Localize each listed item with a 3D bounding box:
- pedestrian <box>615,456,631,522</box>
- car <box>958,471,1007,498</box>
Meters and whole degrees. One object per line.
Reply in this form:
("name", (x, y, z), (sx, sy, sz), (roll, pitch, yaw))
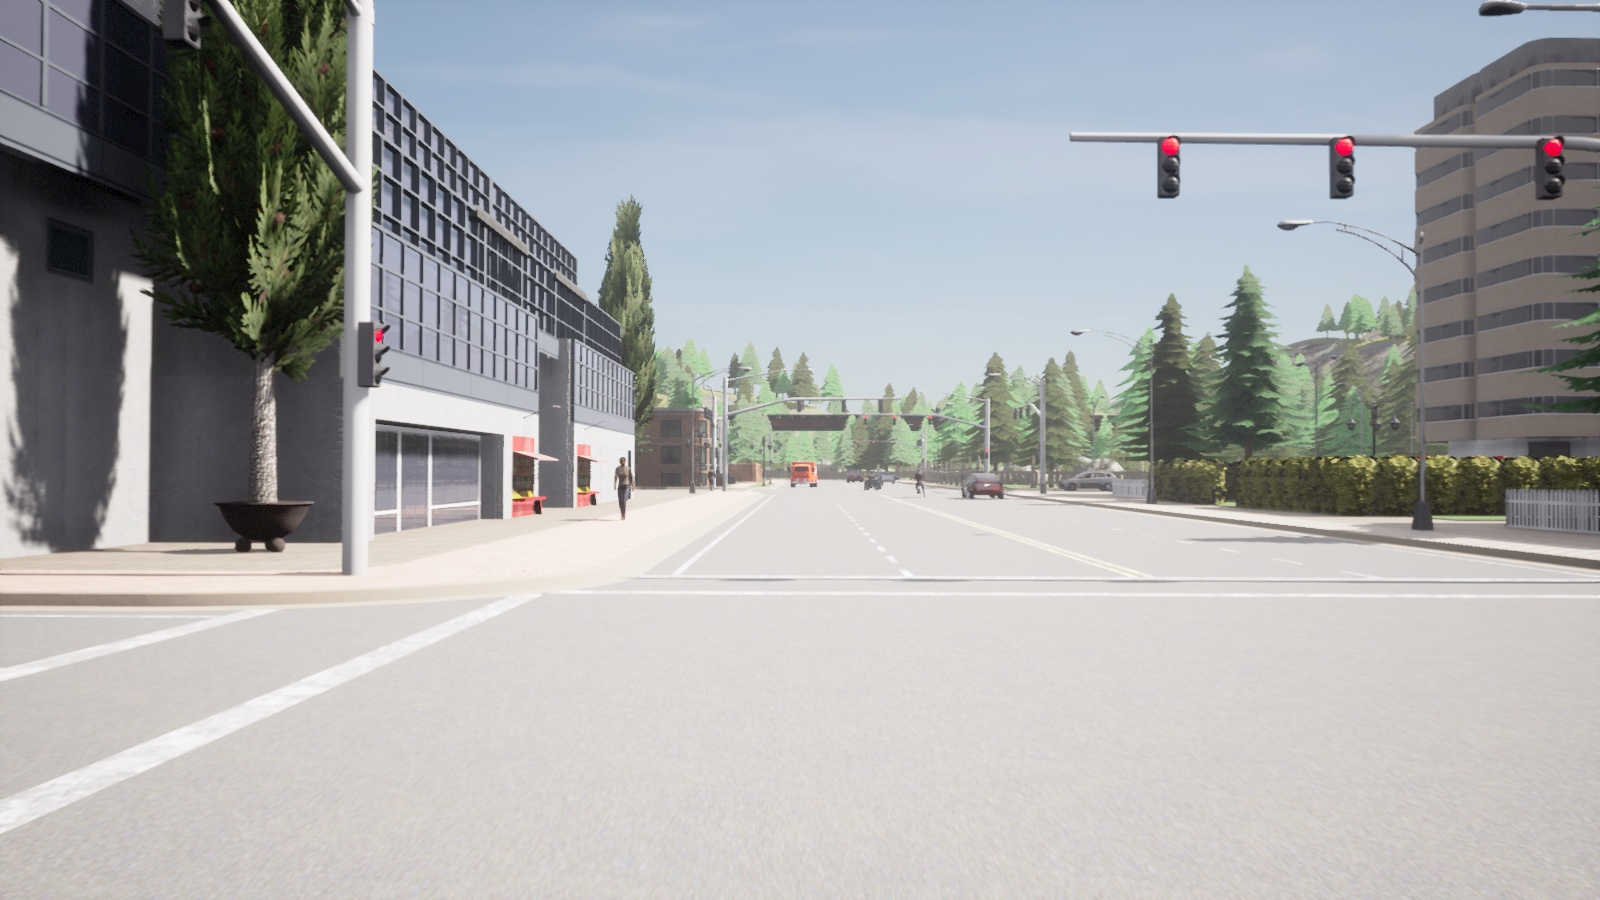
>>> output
("pedestrian", (-4.913, 1.078, 34.937), (0.328, 1.805, 0.869), (0, -1, 0))
("car", (10.563, 1.993, 72.958), (2.163, 1.488, 4.792), (0, -1, 0))
